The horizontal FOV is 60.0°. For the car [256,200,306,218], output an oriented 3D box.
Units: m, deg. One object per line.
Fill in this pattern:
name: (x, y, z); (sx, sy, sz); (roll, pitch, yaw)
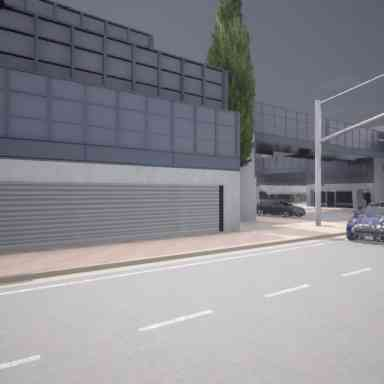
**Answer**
car: (7.875, 1.505, 29.915); (1.837, 1.490, 4.892); (0, 0, -37)

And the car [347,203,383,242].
car: (9.054, 1.352, 15.711); (2.097, 1.767, 4.553); (0, 0, 44)

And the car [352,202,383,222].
car: (15.113, 1.564, 26.124); (1.994, 1.385, 4.181); (0, 0, -37)
